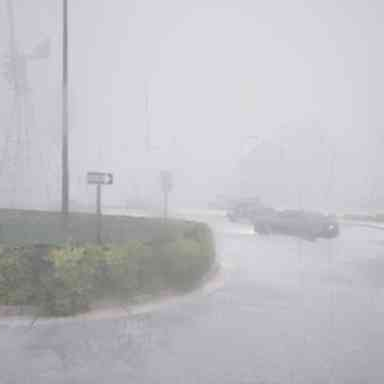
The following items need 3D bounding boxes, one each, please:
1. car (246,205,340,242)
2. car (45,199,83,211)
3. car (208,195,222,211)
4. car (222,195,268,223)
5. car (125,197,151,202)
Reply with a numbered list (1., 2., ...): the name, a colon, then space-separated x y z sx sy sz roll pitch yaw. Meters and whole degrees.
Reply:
1. car: 5.088 1.556 16.632 1.994 1.385 4.181 0 0 -37
2. car: -14.154 1.461 36.863 1.784 1.438 3.905 0 0 35
3. car: 3.627 1.275 40.779 1.905 1.878 3.866 0 0 35
4. car: 4.335 1.291 24.076 1.932 1.855 4.605 0 0 35
5. car: -7.728 1.443 48.072 1.816 1.474 4.193 0 0 35
